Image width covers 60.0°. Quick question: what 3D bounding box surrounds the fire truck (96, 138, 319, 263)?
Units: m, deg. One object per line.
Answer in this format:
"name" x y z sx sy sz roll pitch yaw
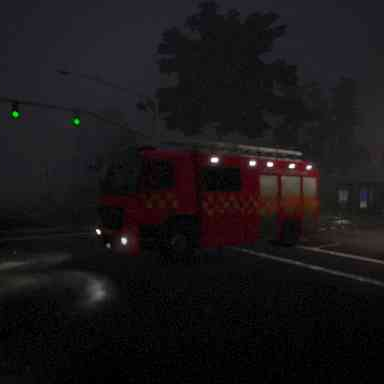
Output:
"fire truck" 0.995 0.209 12.435 8.468 3.827 2.891 0 1 -34
